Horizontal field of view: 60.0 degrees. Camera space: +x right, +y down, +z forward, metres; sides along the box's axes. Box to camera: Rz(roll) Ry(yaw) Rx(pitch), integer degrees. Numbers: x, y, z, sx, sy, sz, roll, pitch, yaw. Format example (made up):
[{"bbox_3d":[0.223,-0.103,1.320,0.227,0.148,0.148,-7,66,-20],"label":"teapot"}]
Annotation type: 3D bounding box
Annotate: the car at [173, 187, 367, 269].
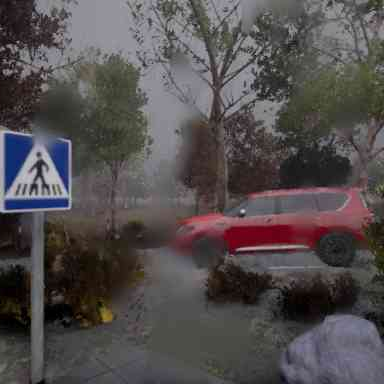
[{"bbox_3d":[2.238,0.970,9.633,5.566,2.045,2.150,-3,0,6],"label":"car"}]
